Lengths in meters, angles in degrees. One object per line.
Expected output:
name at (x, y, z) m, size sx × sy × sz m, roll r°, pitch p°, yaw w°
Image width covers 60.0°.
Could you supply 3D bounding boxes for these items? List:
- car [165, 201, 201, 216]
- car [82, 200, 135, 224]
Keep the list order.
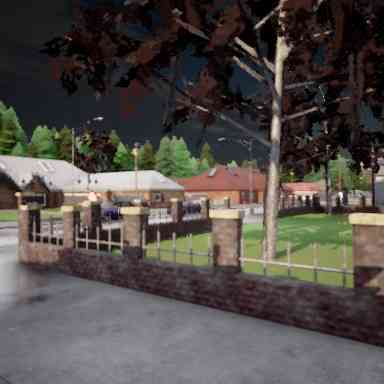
car at (-0.531, 1.695, 34.870) m, size 2.033 × 1.411 × 5.357 m, roll -1°, pitch 0°, yaw 36°
car at (-6.490, 1.500, 26.565) m, size 2.097 × 1.767 × 4.553 m, roll -1°, pitch 0°, yaw 36°
